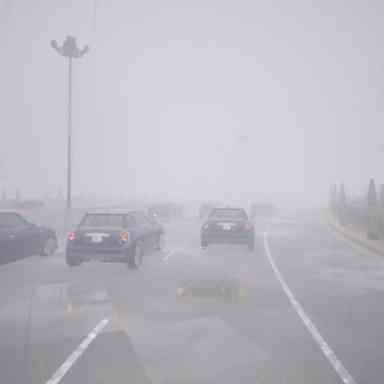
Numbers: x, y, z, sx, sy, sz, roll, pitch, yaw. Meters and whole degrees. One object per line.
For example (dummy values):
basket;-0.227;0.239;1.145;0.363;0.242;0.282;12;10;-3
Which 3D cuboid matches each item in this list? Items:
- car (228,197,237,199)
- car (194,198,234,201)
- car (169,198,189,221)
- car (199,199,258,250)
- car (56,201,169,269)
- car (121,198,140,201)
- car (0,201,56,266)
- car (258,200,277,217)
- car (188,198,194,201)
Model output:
car;6.921;1.671;59.717;2.033;1.411;5.357;0;0;38
car;2.038;1.518;29.061;1.837;1.490;4.892;0;0;20
car;-2.090;1.513;27.838;1.837;1.490;4.892;0;0;18
car;1.701;1.356;14.671;2.097;1.767;4.553;0;0;10
car;-2.373;1.345;11.419;2.097;1.767;4.553;0;0;8
car;-9.009;1.610;47.795;2.033;1.411;5.357;0;0;27
car;-6.073;1.333;10.163;2.097;1.767;4.553;0;0;7
car;6.976;1.496;32.077;1.882;1.535;5.008;0;0;23
car;-0.724;1.662;54.953;1.994;1.385;4.181;0;0;33
